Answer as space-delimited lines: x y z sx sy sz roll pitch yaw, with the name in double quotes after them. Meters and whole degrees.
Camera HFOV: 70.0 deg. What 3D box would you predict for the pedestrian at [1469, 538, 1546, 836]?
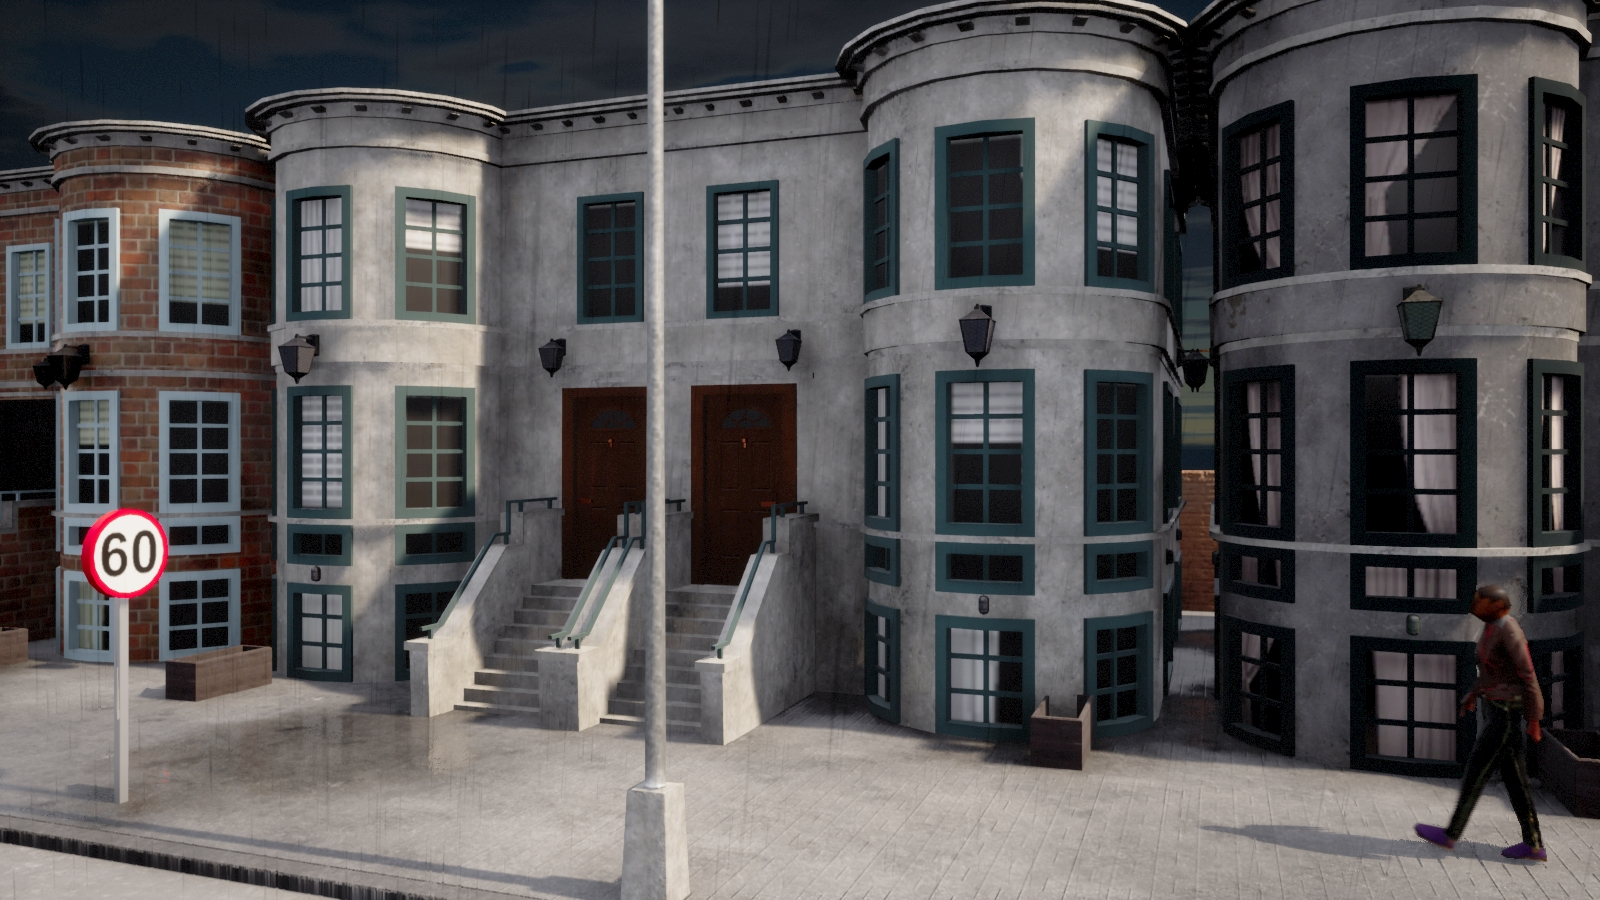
4.644 1.524 7.510 0.375 1.860 0.375 0 0 22 "pedestrian"
